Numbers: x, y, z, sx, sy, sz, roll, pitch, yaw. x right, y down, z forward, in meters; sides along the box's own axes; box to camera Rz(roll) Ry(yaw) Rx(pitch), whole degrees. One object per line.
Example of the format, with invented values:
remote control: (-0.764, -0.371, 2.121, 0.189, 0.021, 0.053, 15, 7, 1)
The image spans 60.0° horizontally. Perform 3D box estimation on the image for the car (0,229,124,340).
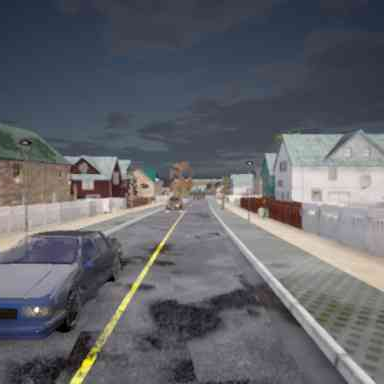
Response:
car: (-2.810, 1.550, 7.111, 2.033, 1.411, 5.357, 0, 0, 1)

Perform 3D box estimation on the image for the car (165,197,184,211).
car: (-2.198, 1.437, 42.862, 2.097, 1.767, 4.553, 0, 0, 2)
